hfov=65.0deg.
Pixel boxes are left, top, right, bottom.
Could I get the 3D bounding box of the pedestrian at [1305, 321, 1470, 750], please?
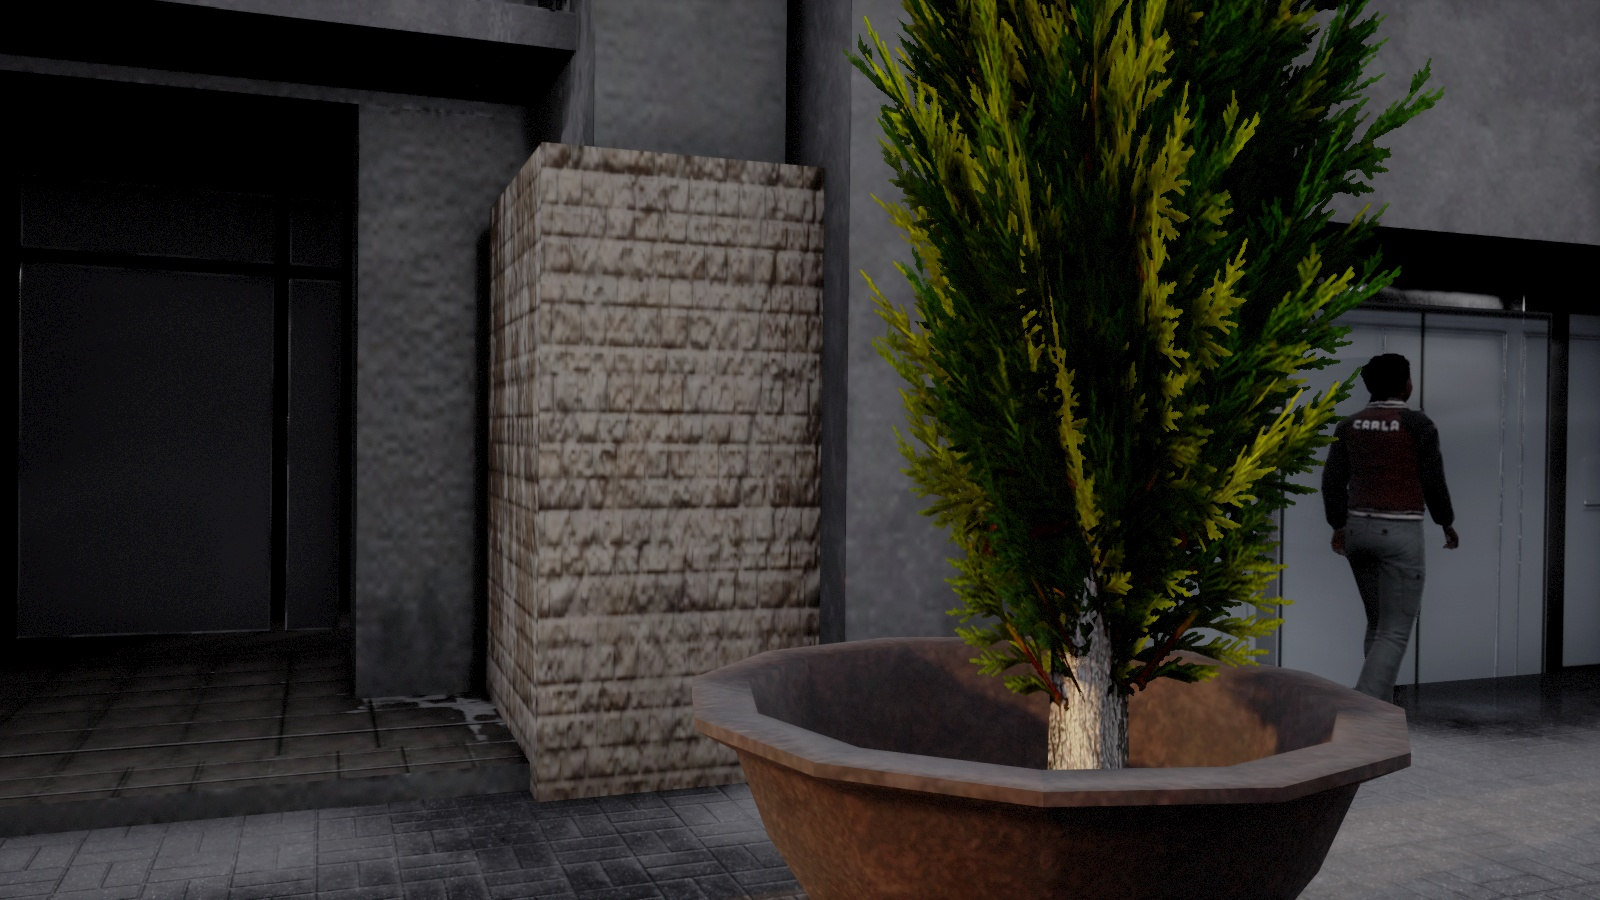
[{"bbox_3d":[2.805,0.380,5.992,0.666,1.930,0.402,-1,1,-31],"label":"pedestrian"}]
